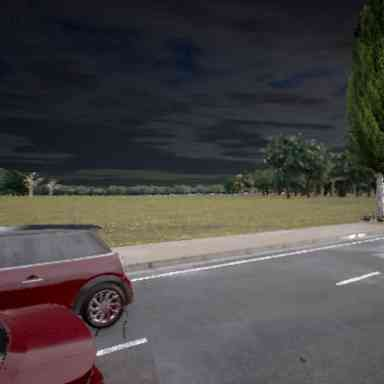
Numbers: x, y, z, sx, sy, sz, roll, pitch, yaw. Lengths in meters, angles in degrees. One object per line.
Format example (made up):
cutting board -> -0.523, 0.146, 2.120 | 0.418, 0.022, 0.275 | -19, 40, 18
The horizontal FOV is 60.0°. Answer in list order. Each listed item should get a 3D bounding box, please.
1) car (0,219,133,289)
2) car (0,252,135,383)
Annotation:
car -> -3.319, 1.352, 5.310 | 4.553, 1.767, 2.097 | 0, 0, -36
car -> -2.957, 1.477, 1.576 | 5.008, 1.535, 1.882 | 0, 0, -36
